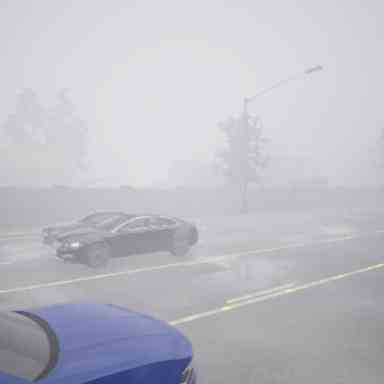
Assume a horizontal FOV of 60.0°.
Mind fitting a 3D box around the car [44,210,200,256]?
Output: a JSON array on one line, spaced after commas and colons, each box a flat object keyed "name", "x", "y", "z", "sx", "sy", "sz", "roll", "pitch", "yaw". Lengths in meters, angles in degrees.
[{"name": "car", "x": -2.020, "y": 1.468, "z": 11.150, "sx": 4.902, "sy": 1.511, "sz": 2.128, "roll": 0, "pitch": 0, "yaw": -36}]

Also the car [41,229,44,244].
[{"name": "car", "x": -3.859, "y": 1.500, "z": 14.138, "sx": 4.674, "sy": 1.442, "sz": 1.812, "roll": -1, "pitch": 0, "yaw": -35}]

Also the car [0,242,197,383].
[{"name": "car", "x": -2.236, "y": 1.478, "z": 2.165, "sx": 5.008, "sy": 1.535, "sz": 1.882, "roll": 0, "pitch": 0, "yaw": -35}]
